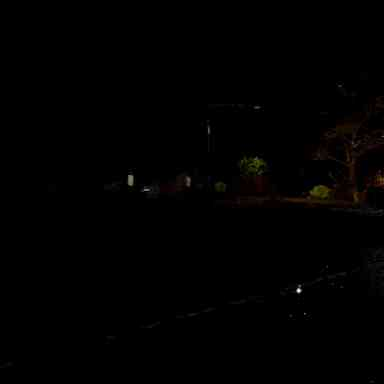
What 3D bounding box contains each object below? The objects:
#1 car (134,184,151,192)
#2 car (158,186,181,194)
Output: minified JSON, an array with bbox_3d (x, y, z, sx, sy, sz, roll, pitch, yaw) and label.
[{"bbox_3d":[-9.809,-0.768,65.455,2.128,1.511,4.902,0,2,-36],"label":"car"},{"bbox_3d":[-3.994,-0.336,57.356,1.895,1.301,4.718,0,2,-36],"label":"car"}]
